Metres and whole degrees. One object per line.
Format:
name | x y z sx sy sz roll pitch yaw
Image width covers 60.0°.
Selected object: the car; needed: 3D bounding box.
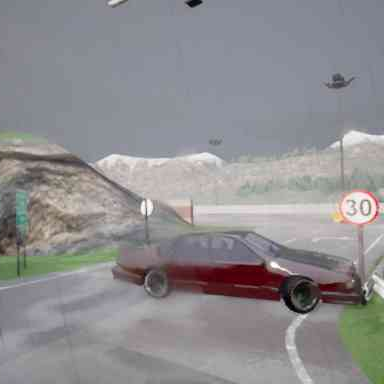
car | 0.786 1.573 7.472 5.357 1.411 2.033 -2 -1 24
